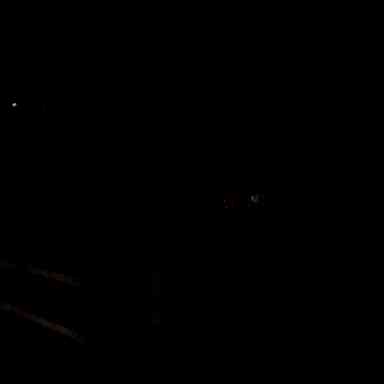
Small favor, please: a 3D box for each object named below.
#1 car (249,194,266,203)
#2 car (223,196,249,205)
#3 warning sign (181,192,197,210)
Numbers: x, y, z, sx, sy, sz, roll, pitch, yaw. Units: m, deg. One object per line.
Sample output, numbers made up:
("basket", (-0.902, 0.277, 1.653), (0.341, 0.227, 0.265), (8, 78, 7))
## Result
("car", (11.415, 1.062, 58.820), (2.097, 1.767, 4.553), (0, 0, 31))
("car", (6.568, 1.347, 50.578), (1.895, 1.301, 4.718), (0, 0, 31))
("warning sign", (-0.326, 0.930, 34.311), (1.300, 1.860, 1.060), (-1, 0, 31))
